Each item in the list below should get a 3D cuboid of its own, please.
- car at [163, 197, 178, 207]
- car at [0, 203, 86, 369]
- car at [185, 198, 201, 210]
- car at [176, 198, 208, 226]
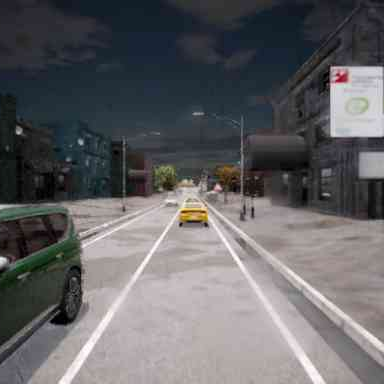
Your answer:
[{"bbox_3d":[-3.067,1.412,48.825,1.812,1.442,4.674,0,0,0],"label":"car"},{"bbox_3d":[-3.099,1.220,4.185,2.150,2.045,5.566,0,0,0],"label":"car"},{"bbox_3d":[0.105,1.485,41.967,1.994,1.385,4.181,0,0,0],"label":"car"},{"bbox_3d":[0.102,1.458,23.582,1.882,1.535,5.008,0,0,0],"label":"car"}]
